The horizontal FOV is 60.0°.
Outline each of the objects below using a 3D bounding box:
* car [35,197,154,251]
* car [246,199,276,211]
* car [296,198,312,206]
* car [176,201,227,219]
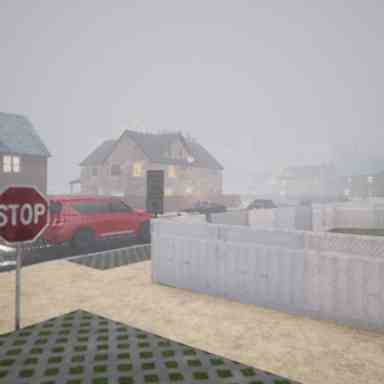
[{"bbox_3d":[-3.994,1.227,14.553,2.150,2.045,5.566,2,2,39],"label":"car"},{"bbox_3d":[7.116,1.446,33.714,1.837,1.490,4.892,2,1,32],"label":"car"},{"bbox_3d":[15.306,1.577,45.320,2.033,1.411,5.357,1,1,14],"label":"car"},{"bbox_3d":[0.834,1.428,24.975,2.128,1.511,4.902,2,1,37],"label":"car"}]
